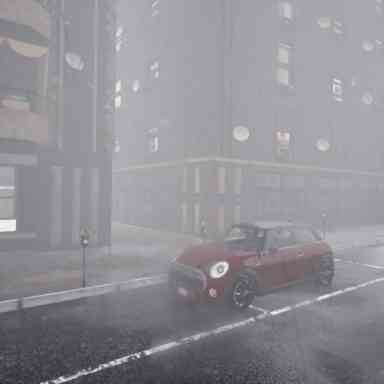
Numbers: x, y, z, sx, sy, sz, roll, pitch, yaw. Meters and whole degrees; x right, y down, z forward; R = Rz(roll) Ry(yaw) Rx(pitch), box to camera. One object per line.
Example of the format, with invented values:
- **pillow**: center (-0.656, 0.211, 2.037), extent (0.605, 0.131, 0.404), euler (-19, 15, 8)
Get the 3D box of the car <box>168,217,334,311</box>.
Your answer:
- **car**: center (1.446, 1.442, 7.734), extent (4.097, 1.590, 1.967), euler (0, 1, -35)
